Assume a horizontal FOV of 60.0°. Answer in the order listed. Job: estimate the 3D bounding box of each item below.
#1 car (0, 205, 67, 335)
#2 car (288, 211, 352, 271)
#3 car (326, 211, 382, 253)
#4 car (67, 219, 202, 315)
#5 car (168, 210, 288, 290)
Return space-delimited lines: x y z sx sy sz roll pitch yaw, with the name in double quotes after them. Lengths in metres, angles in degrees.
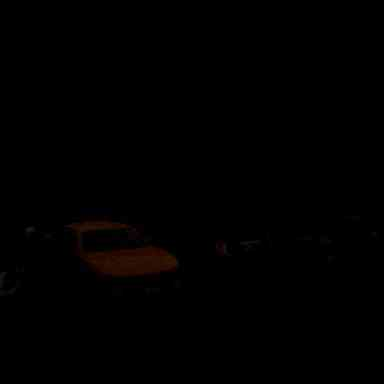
-4.415 1.229 6.261 2.435 2.045 5.566 0 0 -36 "car"
2.381 1.471 11.128 2.163 1.488 4.792 -1 0 -36 "car"
4.610 1.450 12.797 2.163 1.488 4.792 -1 0 -36 "car"
-2.164 1.476 7.916 2.097 1.535 5.008 0 0 -36 "car"
0.116 1.337 9.504 2.185 1.767 4.553 0 0 -36 "car"
